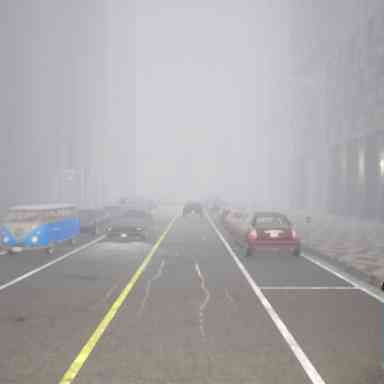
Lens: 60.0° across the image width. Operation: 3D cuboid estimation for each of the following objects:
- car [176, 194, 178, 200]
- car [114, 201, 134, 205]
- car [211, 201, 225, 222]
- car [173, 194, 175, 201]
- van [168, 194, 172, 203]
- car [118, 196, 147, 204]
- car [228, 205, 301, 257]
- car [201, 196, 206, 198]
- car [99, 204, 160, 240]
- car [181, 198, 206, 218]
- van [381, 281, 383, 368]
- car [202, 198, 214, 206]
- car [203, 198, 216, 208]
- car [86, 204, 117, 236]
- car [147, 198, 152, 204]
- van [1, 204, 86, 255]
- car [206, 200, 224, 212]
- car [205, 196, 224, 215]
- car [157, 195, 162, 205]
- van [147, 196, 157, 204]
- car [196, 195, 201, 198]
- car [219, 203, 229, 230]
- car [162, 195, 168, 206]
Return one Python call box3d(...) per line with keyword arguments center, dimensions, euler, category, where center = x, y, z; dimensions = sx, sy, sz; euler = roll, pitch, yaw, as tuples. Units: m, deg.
box3d(center=(-5.777, 1.659, 91.977), dimensions=(1.967, 1.590, 4.097), euler=(0, 0, 0), category="car")
box3d(center=(-5.767, 1.621, 24.337), dimensions=(1.947, 1.339, 4.313), euler=(0, 0, 0), category="car")
box3d(center=(2.757, 1.607, 24.349), dimensions=(2.008, 1.369, 4.403), euler=(0, 0, 0), category="car")
box3d(center=(-5.775, 1.738, 80.704), dimensions=(2.008, 1.369, 4.403), euler=(0, 0, 0), category="car")
box3d(center=(-5.774, 1.500, 69.431), dimensions=(1.690, 1.788, 3.998), euler=(0, 0, 0), category="van")
box3d(center=(-5.769, 1.383, 29.974), dimensions=(2.192, 1.841, 5.009), euler=(0, 0, 0), category="car")
box3d(center=(2.759, 1.470, 13.077), dimensions=(1.967, 1.590, 4.097), euler=(0, 0, 0), category="car")
box3d(center=(2.754, 1.423, 46.895), dimensions=(2.192, 1.841, 5.009), euler=(0, 0, 0), category="car")
box3d(center=(-3.061, 1.588, 17.678), dimensions=(2.033, 1.411, 5.357), euler=(0, 0, 0), category="car")
box3d(center=(0.092, 1.571, 31.088), dimensions=(1.837, 1.490, 4.892), euler=(0, -1, 0), category="car")
box3d(center=(2.760, 1.346, 1.804), dimensions=(1.690, 1.788, 3.998), euler=(0, 0, 0), category="van")
box3d(center=(2.753, 1.700, 58.167), dimensions=(1.947, 1.339, 4.313), euler=(0, 0, 0), category="car")
box3d(center=(2.754, 1.665, 52.531), dimensions=(1.887, 1.381, 4.507), euler=(0, 0, 0), category="car")
box3d(center=(-5.767, 1.608, 18.701), dimensions=(1.947, 1.339, 4.313), euler=(0, 0, 0), category="car")
box3d(center=(-5.769, 1.625, 35.611), dimensions=(1.887, 1.381, 4.507), euler=(0, 0, 0), category="car")
box3d(center=(-5.767, 1.370, 13.064), dimensions=(1.690, 1.788, 3.998), euler=(0, 0, 0), category="van")
box3d(center=(2.755, 1.660, 41.258), dimensions=(1.947, 1.339, 4.313), euler=(0, 0, 0), category="car")
box3d(center=(2.756, 1.522, 35.622), dimensions=(1.967, 1.590, 4.097), euler=(0, 0, 0), category="car")
box3d(center=(-5.771, 1.547, 46.885), dimensions=(1.967, 1.590, 4.097), euler=(0, 0, 0), category="car")
box3d(center=(-5.770, 1.435, 41.248), dimensions=(1.690, 1.788, 3.998), euler=(0, 0, 0), category="van")
box3d(center=(0.032, 1.563, 46.979), dimensions=(1.801, 1.575, 5.366), euler=(0, 0, 0), category="car")
box3d(center=(2.758, 1.569, 18.883), dimensions=(1.752, 1.417, 4.829), euler=(0, 0, 0), category="car")
box3d(center=(-5.772, 1.573, 58.158), dimensions=(1.967, 1.590, 4.097), euler=(0, 0, 0), category="car")
